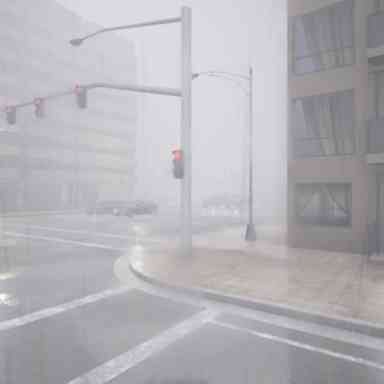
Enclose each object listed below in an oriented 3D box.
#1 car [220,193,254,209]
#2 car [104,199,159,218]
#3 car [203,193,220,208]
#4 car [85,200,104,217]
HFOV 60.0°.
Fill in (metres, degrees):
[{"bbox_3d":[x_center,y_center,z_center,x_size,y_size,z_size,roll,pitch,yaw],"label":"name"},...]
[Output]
[{"bbox_3d":[6.622,1.190,46.249,2.150,2.045,5.566,0,0,35],"label":"car"},{"bbox_3d":[-5.015,1.470,29.720,2.128,1.511,4.902,0,0,35],"label":"car"},{"bbox_3d":[3.757,1.186,48.260,2.150,2.045,5.566,0,0,35],"label":"car"},{"bbox_3d":[-7.907,1.480,31.692,1.837,1.490,4.892,0,0,35],"label":"car"}]
